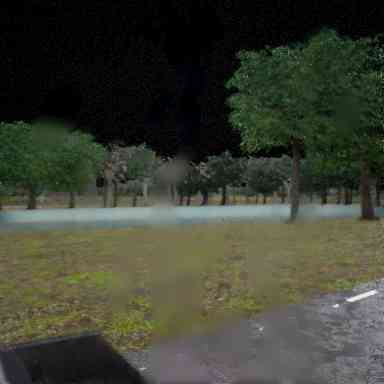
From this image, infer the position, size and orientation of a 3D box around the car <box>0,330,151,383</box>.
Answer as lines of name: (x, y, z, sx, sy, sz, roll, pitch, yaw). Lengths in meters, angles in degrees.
car: (-2.344, 1.596, 1.387, 4.718, 1.301, 1.895, 0, 0, -35)
